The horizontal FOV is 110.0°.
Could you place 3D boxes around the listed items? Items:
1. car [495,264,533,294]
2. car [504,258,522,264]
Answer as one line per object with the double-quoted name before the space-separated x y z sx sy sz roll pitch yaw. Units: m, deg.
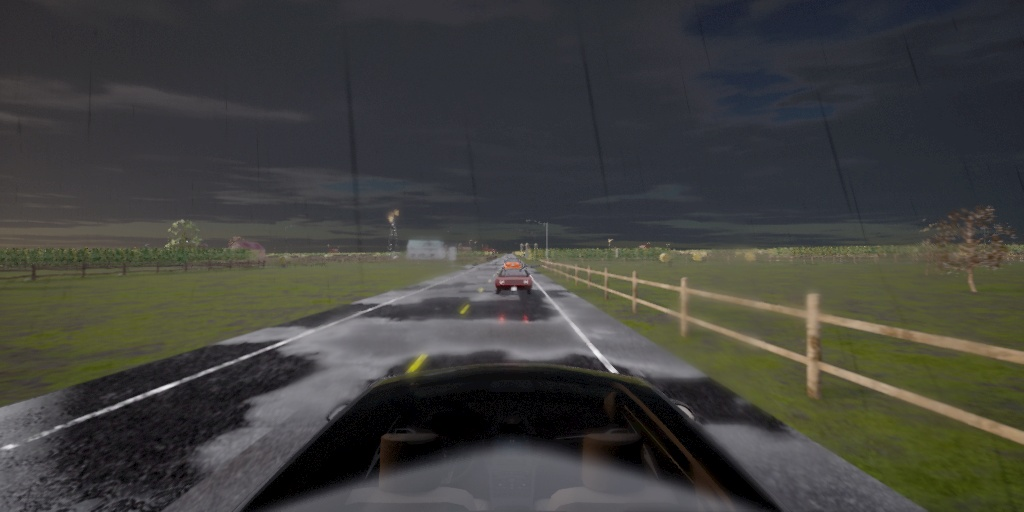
"car" 0.100 1.327 20.060 1.895 1.301 4.718 0 0 0
"car" 0.100 1.024 43.653 2.097 1.767 4.553 0 0 0
